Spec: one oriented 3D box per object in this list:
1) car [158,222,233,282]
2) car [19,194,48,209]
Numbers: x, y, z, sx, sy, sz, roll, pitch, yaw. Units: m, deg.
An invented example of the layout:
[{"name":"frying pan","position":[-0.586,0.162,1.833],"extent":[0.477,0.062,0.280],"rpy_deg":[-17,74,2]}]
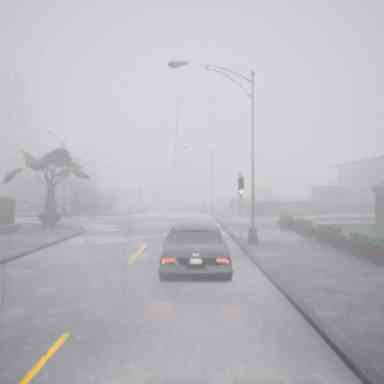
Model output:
[{"name":"car","position":[0.081,1.590,9.856],"extent":[2.033,1.411,5.357],"rpy_deg":[0,0,0]},{"name":"car","position":[-19.840,1.165,42.370],"extent":[1.905,1.878,3.866],"rpy_deg":[0,0,35]}]
